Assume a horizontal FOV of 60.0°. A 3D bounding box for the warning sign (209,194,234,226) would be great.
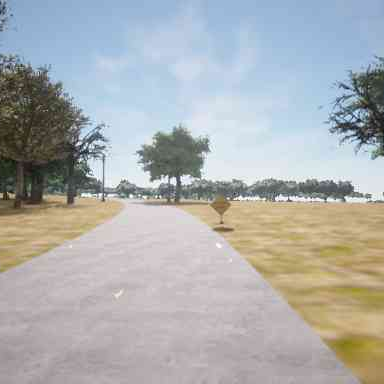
[{"bbox_3d":[1.779,1.080,20.393,1.300,1.860,1.060,-3,-3,-5],"label":"warning sign"}]
